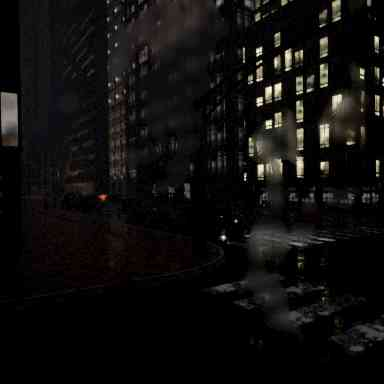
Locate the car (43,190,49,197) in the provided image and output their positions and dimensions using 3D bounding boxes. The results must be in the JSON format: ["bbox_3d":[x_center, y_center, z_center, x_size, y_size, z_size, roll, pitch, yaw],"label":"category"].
[{"bbox_3d":[-35.652,0.689,84.658,2.008,1.369,4.403,-1,1,-35],"label":"car"}]

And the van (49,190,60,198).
[{"bbox_3d":[-32.450,0.531,80.010,1.690,1.788,3.998,-1,1,-35],"label":"van"}]

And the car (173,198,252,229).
[{"bbox_3d":[1.129,1.383,21.062,2.128,1.511,4.902,-1,1,-34],"label":"car"}]

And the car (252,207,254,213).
[{"bbox_3d":[3.110,1.279,28.349,1.752,1.417,4.829,-1,1,-35],"label":"car"}]

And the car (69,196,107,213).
[{"bbox_3d":[-10.515,1.354,33.420,1.947,1.339,4.313,-1,1,-35],"label":"car"}]

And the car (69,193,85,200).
[{"bbox_3d":[-22.847,0.889,66.078,1.887,1.381,4.507,-1,1,-35],"label":"car"}]

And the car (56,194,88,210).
[{"bbox_3d":[-13.717,1.289,38.066,2.008,1.369,4.403,-1,1,-35],"label":"car"}]

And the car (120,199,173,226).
[{"bbox_3d":[-2.886,1.455,22.399,2.008,1.369,4.403,-1,1,-35],"label":"car"}]

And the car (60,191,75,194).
[{"bbox_3d":[-21.677,0.946,59.790,1.837,1.490,4.892,-1,1,-34],"label":"car"}]

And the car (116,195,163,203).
[{"bbox_3d":[-4.778,1.306,29.647,1.837,1.490,4.892,-1,1,-34],"label":"car"}]

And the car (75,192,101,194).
[{"bbox_3d":[-16.134,1.077,51.775,2.033,1.411,5.357,-1,1,-34],"label":"car"}]

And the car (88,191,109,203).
[{"bbox_3d":[-15.939,0.796,56.782,2.097,1.767,4.553,-1,1,-35],"label":"car"}]

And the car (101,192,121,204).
[{"bbox_3d":[-11.956,1.009,51.064,1.837,1.490,4.892,-1,1,-35],"label":"car"}]

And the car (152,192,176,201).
[{"bbox_3d":[-3.640,0.963,38.206,2.192,1.841,5.009,-1,1,-35],"label":"car"}]

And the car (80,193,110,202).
[{"bbox_3d":[-11.875,1.216,39.967,1.812,1.442,4.674,-1,1,-35],"label":"car"}]
